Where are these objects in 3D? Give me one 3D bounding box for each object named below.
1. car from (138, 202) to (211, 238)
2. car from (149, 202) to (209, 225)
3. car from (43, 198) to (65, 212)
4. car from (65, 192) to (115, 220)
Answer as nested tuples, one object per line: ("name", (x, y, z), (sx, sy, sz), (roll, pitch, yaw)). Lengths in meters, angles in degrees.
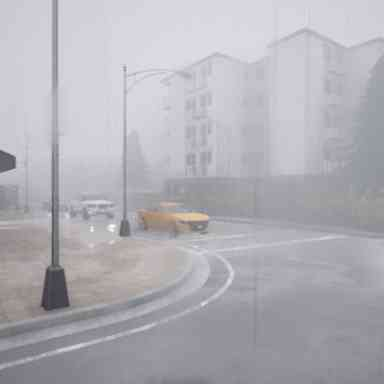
("car", (-1.035, 1.295, 16.864), (1.882, 1.535, 5.008), (0, 0, -34))
("car", (-1.040, 1.415, 23.349), (1.895, 1.301, 4.718), (0, 0, -37))
("car", (-14.527, 1.343, 35.259), (1.812, 1.442, 4.674), (0, 0, -36))
("car", (-8.102, 1.038, 26.589), (2.150, 2.045, 5.566), (0, 0, -36))
